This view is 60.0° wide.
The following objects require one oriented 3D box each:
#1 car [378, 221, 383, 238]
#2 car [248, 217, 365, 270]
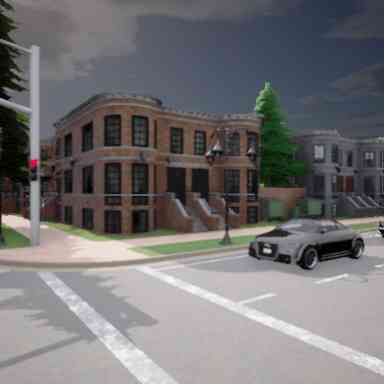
[{"bbox_3d":[10.993,1.589,16.109,4.718,1.301,1.895,0,0,-35],"label":"car"},{"bbox_3d":[3.859,1.558,11.038,4.181,1.385,1.994,0,0,-35],"label":"car"}]
